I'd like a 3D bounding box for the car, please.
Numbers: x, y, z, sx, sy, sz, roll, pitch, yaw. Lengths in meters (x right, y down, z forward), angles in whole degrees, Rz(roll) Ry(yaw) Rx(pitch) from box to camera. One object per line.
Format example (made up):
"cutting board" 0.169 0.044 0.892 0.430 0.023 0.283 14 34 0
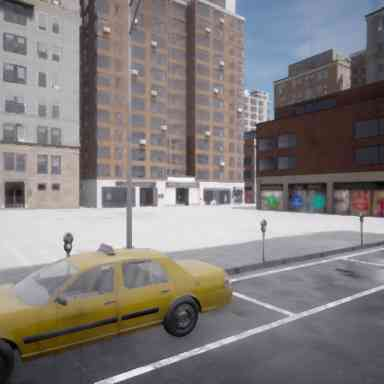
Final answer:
"car" -1.561 1.524 5.074 4.829 1.417 1.752 0 0 -35
